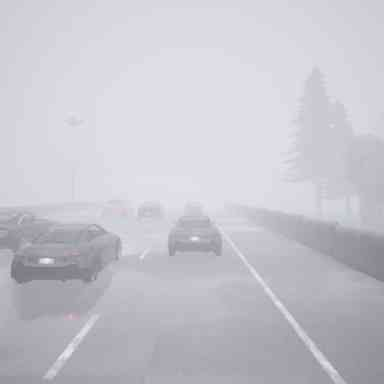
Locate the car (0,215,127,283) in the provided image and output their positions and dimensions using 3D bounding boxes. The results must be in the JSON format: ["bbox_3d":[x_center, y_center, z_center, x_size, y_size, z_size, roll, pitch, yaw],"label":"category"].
[{"bbox_3d":[-3.397,1.585,9.771,1.994,1.385,4.181,0,0,0],"label":"car"}]

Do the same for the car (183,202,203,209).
[{"bbox_3d":[0.111,1.621,32.077,2.033,1.411,5.357,0,0,0],"label":"car"}]

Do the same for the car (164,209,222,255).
[{"bbox_3d":[0.104,1.592,13.500,1.994,1.385,4.181,0,0,0],"label":"car"}]

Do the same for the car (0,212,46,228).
[{"bbox_3d":[-6.896,1.519,13.252,2.128,1.511,4.902,0,0,0],"label":"car"}]

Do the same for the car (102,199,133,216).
[{"bbox_3d":[-6.890,1.419,31.169,2.097,1.767,4.553,0,0,0],"label":"car"}]

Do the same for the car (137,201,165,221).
[{"bbox_3d":[-3.391,1.536,28.214,1.882,1.535,5.008,0,0,0],"label":"car"}]
